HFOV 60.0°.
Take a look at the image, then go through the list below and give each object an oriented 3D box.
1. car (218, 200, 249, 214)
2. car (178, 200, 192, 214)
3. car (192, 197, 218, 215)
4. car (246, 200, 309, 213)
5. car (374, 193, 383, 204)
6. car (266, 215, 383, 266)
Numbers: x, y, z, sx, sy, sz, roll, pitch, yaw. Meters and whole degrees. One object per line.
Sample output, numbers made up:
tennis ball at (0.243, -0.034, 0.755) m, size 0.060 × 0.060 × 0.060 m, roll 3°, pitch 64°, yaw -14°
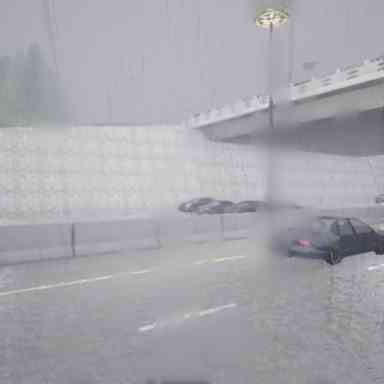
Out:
car at (4.944, 1.476, 28.991) m, size 4.892 × 1.490 × 1.837 m, roll 0°, pitch 0°, yaw -35°
car at (0.743, 1.322, 34.593) m, size 4.553 × 1.767 × 2.097 m, roll 0°, pitch 0°, yaw -35°
car at (2.652, 1.497, 31.656) m, size 4.674 × 1.442 × 1.812 m, roll 0°, pitch 0°, yaw -35°
car at (7.116, 1.520, 26.244) m, size 5.357 × 1.411 × 2.033 m, roll 0°, pitch 0°, yaw -35°
car at (34.330, 1.139, 58.410) m, size 5.566 × 2.045 × 2.150 m, roll 0°, pitch 0°, yaw -35°
car at (4.945, 1.534, 11.564) m, size 5.357 × 1.411 × 2.033 m, roll 0°, pitch 0°, yaw -35°
